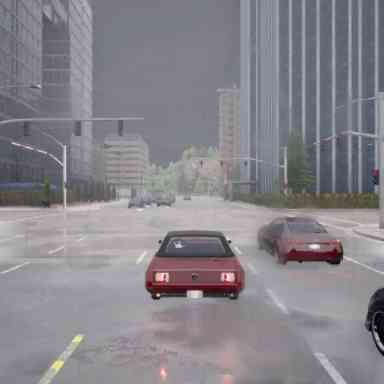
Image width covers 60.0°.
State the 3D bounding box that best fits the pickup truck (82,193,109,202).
[{"bbox_3d":[-21.165,1.058,73.415,2.390,2.098,6.274,0,0,30],"label":"pickup truck"}]

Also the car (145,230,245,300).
[{"bbox_3d":[0.074,1.601,8.358,1.895,1.301,4.718,0,0,0],"label":"car"}]

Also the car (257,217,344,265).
[{"bbox_3d":[3.582,1.564,11.715,1.994,1.385,4.181,0,0,0],"label":"car"}]

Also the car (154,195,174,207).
[{"bbox_3d":[-4.315,1.564,52.021,1.994,1.385,4.181,0,0,-1],"label":"car"}]

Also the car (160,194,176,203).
[{"bbox_3d":[-4.441,1.505,62.211,1.837,1.490,4.892,0,0,-1],"label":"car"}]

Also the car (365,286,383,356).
[{"bbox_3d":[3.610,1.564,3.304,1.994,1.385,4.181,0,0,-1],"label":"car"}]

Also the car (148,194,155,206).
[{"bbox_3d":[-7.876,1.505,56.068,1.837,1.490,4.892,0,0,-1],"label":"car"}]

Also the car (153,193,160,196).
[{"bbox_3d":[-7.968,1.491,66.156,2.128,1.511,4.902,0,0,0],"label":"car"}]

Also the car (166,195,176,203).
[{"bbox_3d":[-4.529,1.525,72.509,2.128,1.511,4.902,0,0,-1],"label":"car"}]

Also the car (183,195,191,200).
[{"bbox_3d":[-1.257,1.552,88.631,1.994,1.385,4.181,0,0,-1],"label":"car"}]

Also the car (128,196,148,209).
[{"bbox_3d":[-7.747,1.505,46.695,1.837,1.490,4.892,0,0,-1],"label":"car"}]
